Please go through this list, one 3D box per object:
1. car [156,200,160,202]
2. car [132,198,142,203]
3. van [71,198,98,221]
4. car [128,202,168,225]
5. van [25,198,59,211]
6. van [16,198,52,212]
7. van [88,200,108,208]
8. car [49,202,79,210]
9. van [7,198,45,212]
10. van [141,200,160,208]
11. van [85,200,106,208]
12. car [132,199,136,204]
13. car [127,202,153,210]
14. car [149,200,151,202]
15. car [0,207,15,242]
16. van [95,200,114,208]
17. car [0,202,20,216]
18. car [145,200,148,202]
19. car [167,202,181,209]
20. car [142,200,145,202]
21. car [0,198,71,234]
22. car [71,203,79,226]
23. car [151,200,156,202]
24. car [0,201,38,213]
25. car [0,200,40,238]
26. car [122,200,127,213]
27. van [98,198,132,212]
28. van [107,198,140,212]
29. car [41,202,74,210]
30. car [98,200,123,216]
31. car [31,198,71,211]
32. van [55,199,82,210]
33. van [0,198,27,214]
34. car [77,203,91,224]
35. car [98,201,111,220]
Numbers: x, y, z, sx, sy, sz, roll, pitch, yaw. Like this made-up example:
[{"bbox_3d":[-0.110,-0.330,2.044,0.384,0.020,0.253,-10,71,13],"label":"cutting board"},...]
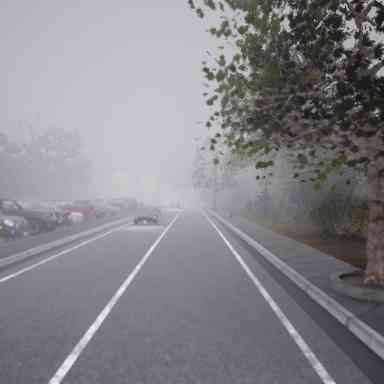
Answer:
[{"bbox_3d":[-10.265,2.998,74.511,4.792,1.488,2.163,0,-2,0],"label":"car"},{"bbox_3d":[-10.339,1.820,46.773,5.566,2.045,2.435,0,-2,0],"label":"car"},{"bbox_3d":[-10.439,1.515,27.358,4.442,1.987,1.878,0,-1,0],"label":"van"},{"bbox_3d":[-3.348,1.783,26.232,2.033,1.411,5.357,0,-1,0],"label":"car"},{"bbox_3d":[-23.504,2.024,52.343,4.442,1.987,1.878,0,-2,0],"label":"van"},{"bbox_3d":[-23.506,1.939,49.699,4.442,1.987,1.878,0,-2,0],"label":"van"},{"bbox_3d":[-23.485,3.013,82.924,4.442,1.987,1.878,0,-2,0],"label":"van"},{"bbox_3d":[-23.380,2.563,60.766,4.674,1.452,2.002,0,-2,0],"label":"car"},{"bbox_3d":[-23.274,1.845,46.797,4.442,1.987,1.878,0,-1,0],"label":"van"},{"bbox_3d":[-10.406,3.012,82.844,4.442,1.987,1.878,0,-2,0],"label":"van"},{"bbox_3d":[-23.254,2.924,80.155,4.442,1.987,1.878,0,-2,0],"label":"van"},{"bbox_3d":[-10.342,2.041,44.014,4.792,1.488,2.163,0,-1,0],"label":"car"},{"bbox_3d":[-10.293,2.700,66.188,4.892,1.521,2.231,0,-2,0],"label":"car"},{"bbox_3d":[-10.271,2.394,60.642,4.553,1.767,2.185,0,-2,0],"label":"car"},{"bbox_3d":[-10.338,1.525,13.479,5.008,1.535,2.097,0,-1,0],"label":"car"},{"bbox_3d":[-23.257,3.196,88.477,4.442,1.987,1.878,0,-2,0],"label":"van"},{"bbox_3d":[-23.211,1.920,38.635,5.366,1.575,1.946,0,-1,0],"label":"car"},{"bbox_3d":[-10.301,2.340,55.089,5.008,1.535,2.097,0,-2,0],"label":"car"},{"bbox_3d":[-3.276,2.762,67.805,2.128,1.511,4.902,0,-2,0],"label":"car"},{"bbox_3d":[-10.310,2.291,52.313,4.674,1.452,2.002,0,-2,0],"label":"car"},{"bbox_3d":[-10.299,1.354,19.031,5.566,2.045,2.435,0,-1,0],"label":"car"},{"bbox_3d":[-10.356,1.680,21.802,4.792,1.488,2.163,0,-1,0],"label":"car"},{"bbox_3d":[-10.116,2.607,63.413,5.366,1.575,1.946,0,-2,0],"label":"car"},{"bbox_3d":[-23.398,2.012,44.173,5.008,1.535,2.097,0,-1,0],"label":"car"},{"bbox_3d":[-10.361,1.437,16.257,4.553,1.767,2.185,0,-1,0],"label":"car"},{"bbox_3d":[-10.319,1.961,38.457,4.674,1.452,2.002,0,-1,0],"label":"car"},{"bbox_3d":[-10.198,1.740,41.237,4.442,1.987,1.878,0,-1,0],"label":"van"},{"bbox_3d":[-10.193,1.935,49.547,4.442,1.987,1.878,0,-2,0],"label":"van"},{"bbox_3d":[-23.379,2.433,57.998,5.008,1.535,2.097,0,-2,0],"label":"car"},{"bbox_3d":[-10.288,1.905,35.680,4.792,1.488,2.163,0,-1,0],"label":"car"},{"bbox_3d":[-23.358,2.088,55.112,5.566,2.045,2.435,0,-2,0],"label":"car"},{"bbox_3d":[-23.497,2.382,63.417,4.442,1.987,1.878,0,-2,0],"label":"van"},{"bbox_3d":[-23.277,1.742,41.407,4.442,1.987,1.878,0,-1,0],"label":"van"},{"bbox_3d":[-10.327,1.735,24.577,4.674,1.452,2.002,0,-1,0],"label":"car"},{"bbox_3d":[-10.327,1.785,30.130,5.008,1.535,2.097,0,-1,0],"label":"car"}]
